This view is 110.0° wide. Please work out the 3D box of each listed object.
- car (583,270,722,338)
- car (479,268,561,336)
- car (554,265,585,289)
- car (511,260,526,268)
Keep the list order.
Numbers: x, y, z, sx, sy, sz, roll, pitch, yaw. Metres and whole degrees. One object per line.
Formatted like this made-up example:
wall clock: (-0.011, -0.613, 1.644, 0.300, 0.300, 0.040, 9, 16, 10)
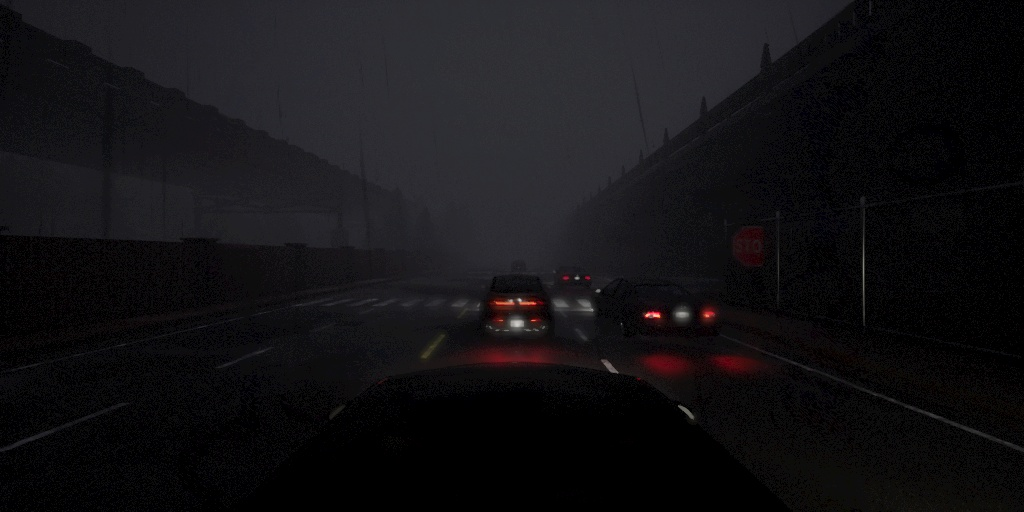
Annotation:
car: (3.624, 1.297, 10.121, 2.033, 1.411, 5.357, 0, 0, 0)
car: (0.122, 1.255, 10.374, 1.837, 1.490, 4.892, 0, 0, 0)
car: (3.776, 1.298, 22.967, 2.033, 1.411, 5.357, 0, 0, 1)
car: (0.856, 1.228, 45.421, 1.882, 1.535, 5.008, 0, 0, 1)
